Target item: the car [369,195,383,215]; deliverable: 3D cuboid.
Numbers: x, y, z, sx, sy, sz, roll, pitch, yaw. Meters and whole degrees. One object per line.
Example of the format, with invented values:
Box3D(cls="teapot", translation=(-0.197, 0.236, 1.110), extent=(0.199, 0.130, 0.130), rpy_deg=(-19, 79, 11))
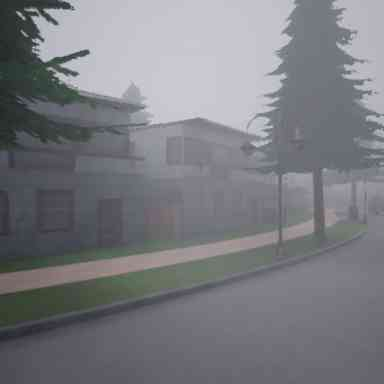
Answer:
Box3D(cls="car", translation=(20.166, 1.321, 34.972), extent=(2.150, 2.045, 5.566), rpy_deg=(0, 0, 19))
